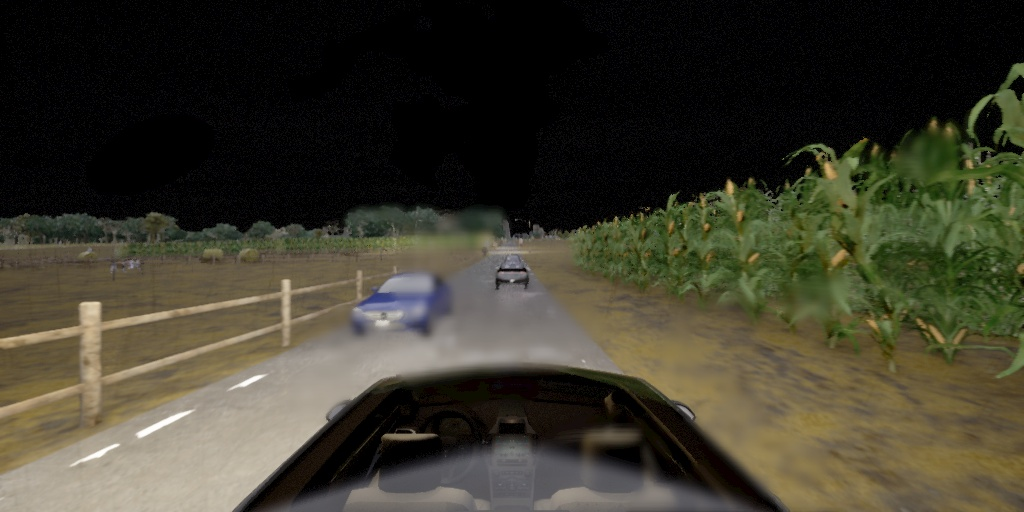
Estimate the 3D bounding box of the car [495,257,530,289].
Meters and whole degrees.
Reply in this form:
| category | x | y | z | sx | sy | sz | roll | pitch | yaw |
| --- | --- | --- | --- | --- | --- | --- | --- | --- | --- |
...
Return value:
| category | x | y | z | sx | sy | sz | roll | pitch | yaw |
| --- | --- | --- | --- | --- | --- | --- | --- | --- | --- |
| car | 0.025 | 1.016 | 20.797 | 2.128 | 1.511 | 4.902 | 0 | 1 | 0 |

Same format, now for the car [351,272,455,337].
| category | x | y | z | sx | sy | sz | roll | pitch | yaw |
| --- | --- | --- | --- | --- | --- | --- | --- | --- | --- |
| car | -2.796 | 1.212 | 10.177 | 1.812 | 1.442 | 4.674 | 0 | 0 | 0 |

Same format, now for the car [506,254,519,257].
| category | x | y | z | sx | sy | sz | roll | pitch | yaw |
| --- | --- | --- | --- | --- | --- | --- | --- | --- | --- |
| car | 0.079 | 0.502 | 40.138 | 2.033 | 1.411 | 5.357 | 0 | 2 | 0 |
